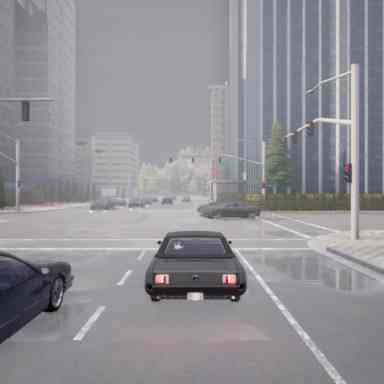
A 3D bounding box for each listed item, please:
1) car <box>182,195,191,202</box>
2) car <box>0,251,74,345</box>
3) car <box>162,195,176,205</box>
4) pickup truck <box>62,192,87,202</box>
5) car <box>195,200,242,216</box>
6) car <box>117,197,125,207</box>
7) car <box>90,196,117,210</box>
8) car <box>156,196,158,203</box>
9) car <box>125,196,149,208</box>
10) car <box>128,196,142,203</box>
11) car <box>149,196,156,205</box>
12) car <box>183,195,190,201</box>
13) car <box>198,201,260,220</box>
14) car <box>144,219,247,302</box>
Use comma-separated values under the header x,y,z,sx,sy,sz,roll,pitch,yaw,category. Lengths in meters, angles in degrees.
x,y,z,sx,sy,sz,roll,pitch,yaw,category
-1.229,1.531,74.390,2.033,1.411,5.357,0,0,-1,car
-3.436,1.547,4.634,2.033,1.411,5.357,0,0,0,car
-4.416,1.505,60.665,1.837,1.490,4.892,0,0,-1,car
-24.773,1.059,69.285,2.390,2.098,6.274,0,0,30,pickup truck
2.664,1.564,33.332,4.181,1.385,1.994,0,0,27,car
-11.463,1.526,51.759,1.812,1.442,4.674,0,0,-1,car
-11.308,1.352,42.144,2.097,1.767,4.553,0,0,-1,car
-8.144,1.478,68.899,1.882,1.535,5.008,0,0,-1,car
-7.894,1.564,48.064,1.994,1.385,4.181,0,0,-1,car
-11.639,1.547,68.571,2.033,1.411,5.357,0,0,-1,car
-8.037,1.547,57.734,2.033,1.411,5.357,0,0,-1,car
-1.395,1.504,85.037,1.895,1.301,4.718,0,0,-1,car
3.101,1.506,26.989,4.892,1.490,1.837,0,-1,-13,car
0.066,1.601,8.230,1.895,1.301,4.718,0,0,0,car
